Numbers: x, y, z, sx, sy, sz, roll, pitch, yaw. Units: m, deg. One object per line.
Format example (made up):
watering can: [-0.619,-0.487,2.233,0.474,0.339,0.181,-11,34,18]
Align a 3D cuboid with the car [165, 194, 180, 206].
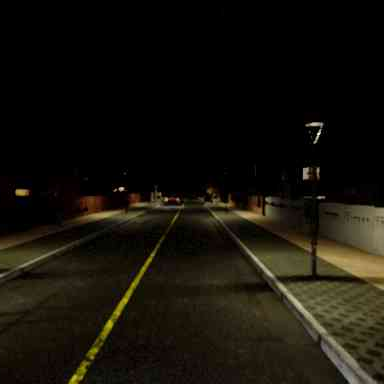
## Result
car: [-2.818,1.112,48.974,2.097,1.767,4.553,0,0,0]

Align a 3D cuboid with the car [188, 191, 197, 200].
car: [0.016,1.070,71.593,2.033,1.411,5.357,0,0,0]

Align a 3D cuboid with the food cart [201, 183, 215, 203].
food cart: [3.063,0.150,64.230,2.280,3.560,4.660,1,2,0]

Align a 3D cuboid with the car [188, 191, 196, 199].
car: [0.021,0.635,87.701,2.150,2.045,5.566,0,0,0]
